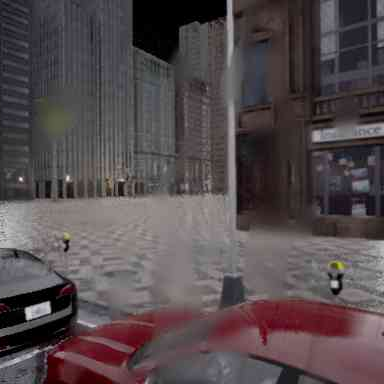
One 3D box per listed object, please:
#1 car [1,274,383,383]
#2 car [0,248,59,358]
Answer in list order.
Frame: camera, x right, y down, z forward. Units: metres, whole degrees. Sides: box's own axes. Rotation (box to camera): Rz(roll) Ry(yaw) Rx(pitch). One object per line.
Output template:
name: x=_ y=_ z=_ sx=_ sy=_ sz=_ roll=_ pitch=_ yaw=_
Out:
car: x=0.665 y=1.553 z=2.491 sx=4.507 sy=1.381 sz=1.887 roll=-1 pitch=-1 yaw=36
car: x=-3.729 y=1.631 z=5.628 sx=4.313 sy=1.339 sz=1.947 roll=-1 pitch=-1 yaw=36
